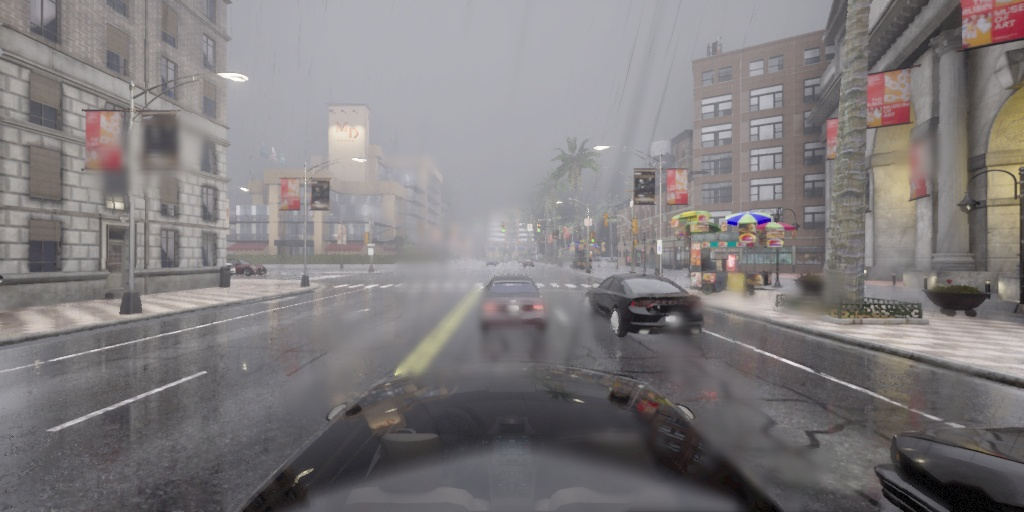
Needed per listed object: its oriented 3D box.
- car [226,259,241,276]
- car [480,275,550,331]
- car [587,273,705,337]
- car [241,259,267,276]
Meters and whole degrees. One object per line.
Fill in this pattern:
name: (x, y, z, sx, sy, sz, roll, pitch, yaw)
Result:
car: (-28.650, 0.978, 32.833, 5.566, 2.045, 2.150, 0, 0, -1)
car: (-0.001, 1.300, 10.997, 2.033, 1.411, 5.357, 0, 0, -2)
car: (3.491, 1.229, 10.284, 1.882, 1.535, 5.008, 0, 0, 0)
car: (-27.550, 1.110, 36.354, 4.553, 1.767, 2.097, 0, 0, -1)
